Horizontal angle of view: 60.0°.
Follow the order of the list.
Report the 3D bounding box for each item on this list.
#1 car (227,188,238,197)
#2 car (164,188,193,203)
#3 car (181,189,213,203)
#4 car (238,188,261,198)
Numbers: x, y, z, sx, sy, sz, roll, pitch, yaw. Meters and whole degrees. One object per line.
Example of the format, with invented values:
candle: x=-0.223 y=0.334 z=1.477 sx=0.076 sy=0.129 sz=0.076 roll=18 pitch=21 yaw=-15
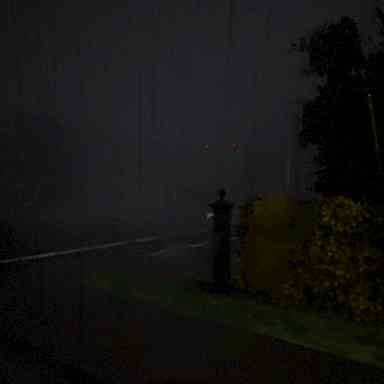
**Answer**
car: x=8.600 y=0.080 z=63.385 sx=2.097 sy=1.767 sz=4.553 roll=1 pitch=2 yaw=36
car: x=-1.679 y=0.401 z=48.817 sx=2.150 sy=2.045 sz=5.566 roll=1 pitch=2 yaw=36
car: x=1.046 y=0.726 z=46.621 sx=1.882 sy=1.535 sz=5.008 roll=1 pitch=2 yaw=35
car: x=10.888 y=0.298 z=60.579 sx=2.128 sy=1.511 sz=4.902 roll=1 pitch=2 yaw=36
